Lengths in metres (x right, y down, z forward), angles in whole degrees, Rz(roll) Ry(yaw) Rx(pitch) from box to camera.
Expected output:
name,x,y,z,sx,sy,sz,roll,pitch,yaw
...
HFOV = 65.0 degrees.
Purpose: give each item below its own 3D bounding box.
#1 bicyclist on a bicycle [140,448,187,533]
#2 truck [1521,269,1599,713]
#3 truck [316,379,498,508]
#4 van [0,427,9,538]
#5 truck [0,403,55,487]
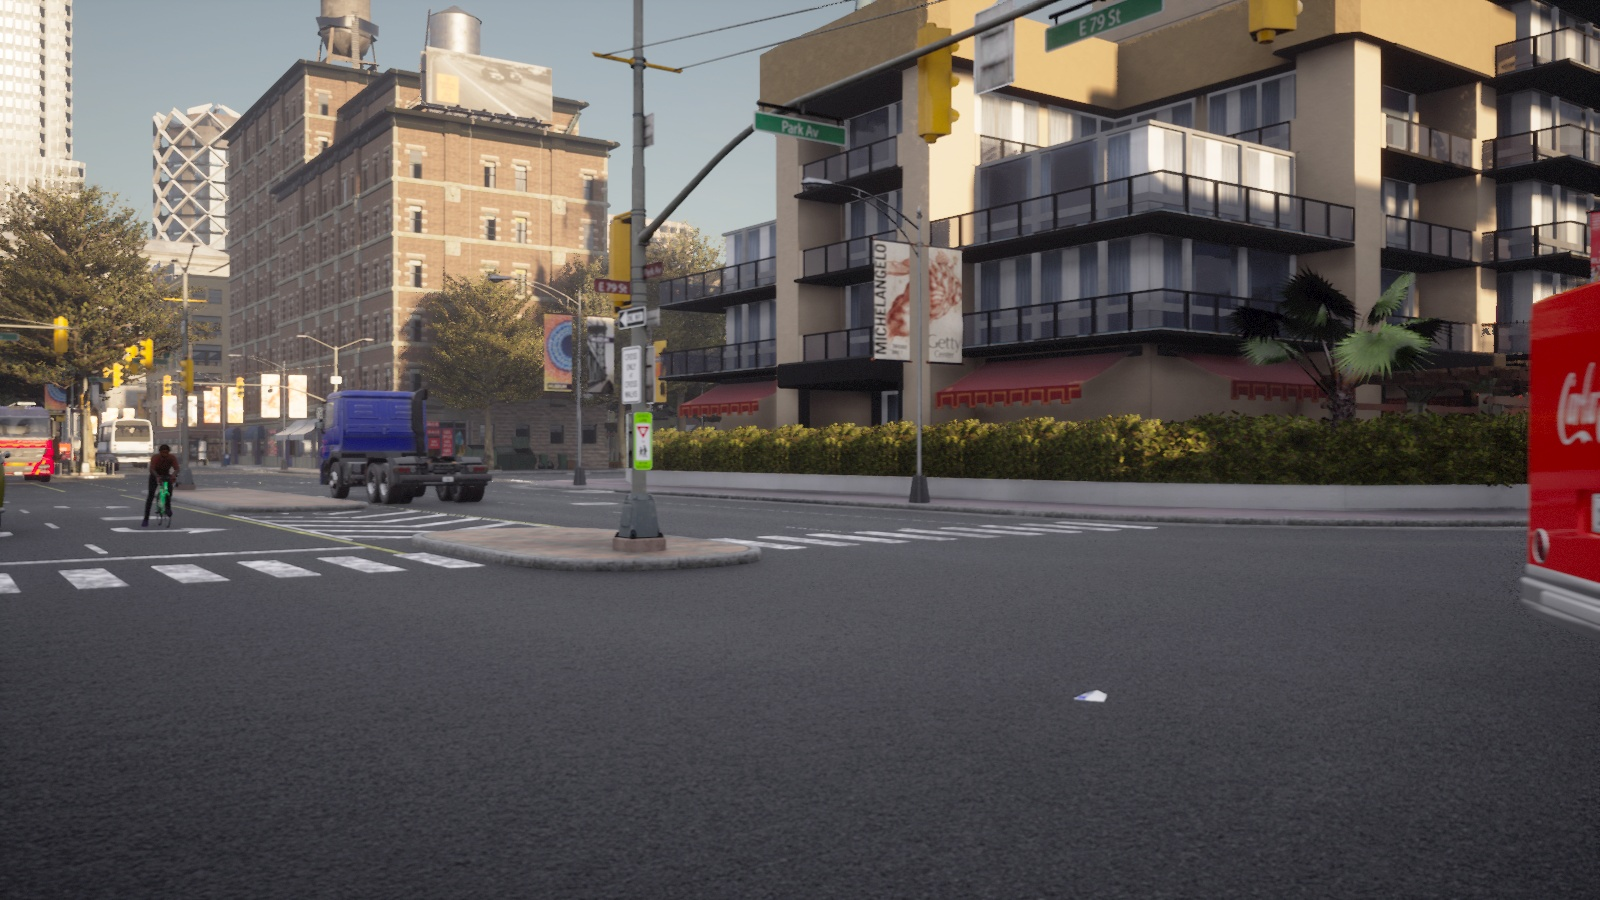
name,x,y,z,sx,sy,sz,roll,pitch,yaw
bicyclist on a bicycle,-12.505,0.768,24.645,0.582,1.620,1.656,0,0,-35
truck,6.975,0.217,6.373,5.204,2.467,2.627,0,0,13
truck,-11.973,-0.172,37.721,2.891,3.462,7.936,0,0,-35
van,-16.149,0.589,23.730,1.775,1.987,4.442,0,0,-35
truck,-38.183,-0.204,60.864,2.891,3.827,8.468,0,0,-35
